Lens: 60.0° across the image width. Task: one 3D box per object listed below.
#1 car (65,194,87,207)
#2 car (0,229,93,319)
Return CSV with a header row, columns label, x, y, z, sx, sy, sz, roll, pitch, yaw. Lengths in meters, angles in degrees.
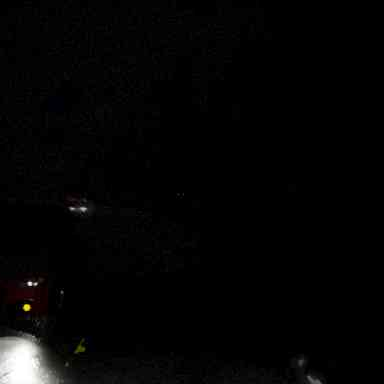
label,x,y,z,sx,sy,sz,roll,pitch,yaw
car,-16.578,1.193,47.435,2.097,1.767,4.553,1,0,-32
car,-3.521,1.546,7.290,1.994,1.385,4.181,0,0,-4
